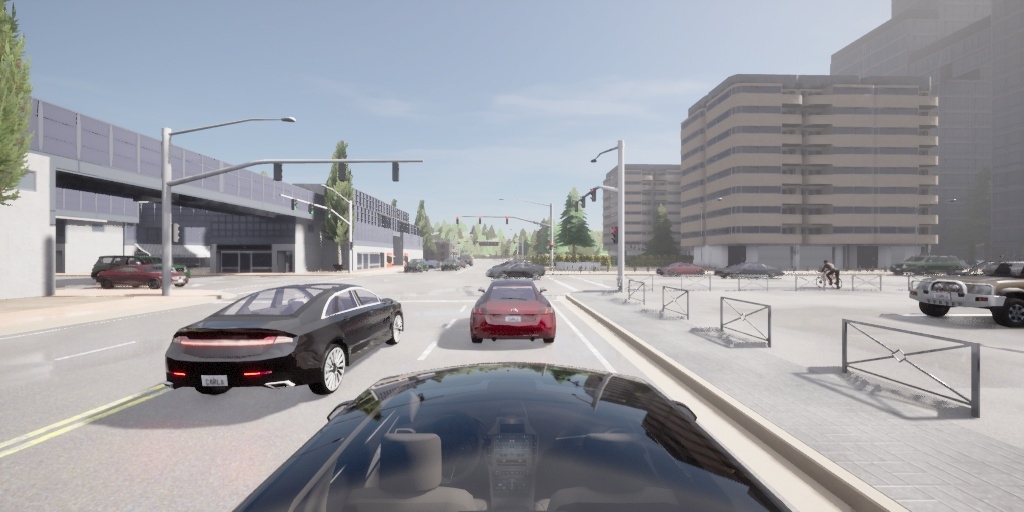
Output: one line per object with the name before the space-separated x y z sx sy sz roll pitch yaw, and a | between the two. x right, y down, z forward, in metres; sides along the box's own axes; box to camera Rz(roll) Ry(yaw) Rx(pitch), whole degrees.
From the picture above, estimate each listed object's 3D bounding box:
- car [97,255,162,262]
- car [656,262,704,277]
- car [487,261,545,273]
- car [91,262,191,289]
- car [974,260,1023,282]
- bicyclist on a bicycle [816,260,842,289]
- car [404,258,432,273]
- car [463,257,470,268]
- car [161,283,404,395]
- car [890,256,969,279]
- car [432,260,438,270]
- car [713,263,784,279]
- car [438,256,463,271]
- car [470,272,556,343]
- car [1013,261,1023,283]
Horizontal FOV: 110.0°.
car | -26.437 0.971 25.635 5.566 2.045 2.150 0 0 -1
car | 16.258 1.314 34.748 4.181 1.385 1.994 0 0 -2
car | 0.343 1.243 29.259 4.902 1.511 2.128 0 0 -21
car | -22.881 1.276 22.237 4.674 1.442 1.812 0 0 0
car | 45.459 1.298 32.026 5.357 1.411 2.033 0 0 -2
bicyclist on a bicycle | 17.933 1.052 20.308 0.582 1.620 1.656 0 0 -2
car | -11.756 1.102 44.178 2.097 1.767 4.553 0 0 0
car | -8.604 1.314 59.035 1.994 1.385 4.181 0 0 -1
car | -3.472 1.242 6.610 2.128 1.511 4.902 0 0 0
car | 40.869 0.973 35.432 5.566 2.045 2.150 0 0 -1
car | -11.974 1.297 53.696 2.033 1.411 5.357 0 0 -1
car | 20.656 1.297 31.378 5.357 1.411 2.033 0 0 -2
car | -8.339 1.102 49.067 2.097 1.767 4.553 0 0 -1
car | 0.014 1.314 9.667 1.994 1.385 4.181 0 0 0
car | 43.309 1.314 28.389 4.181 1.385 1.994 0 0 -1
